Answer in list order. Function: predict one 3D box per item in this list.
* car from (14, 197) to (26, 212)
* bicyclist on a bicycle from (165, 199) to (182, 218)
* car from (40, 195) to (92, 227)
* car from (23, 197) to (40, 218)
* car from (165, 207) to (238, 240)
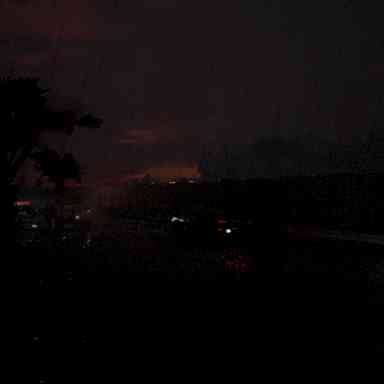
[{"bbox_3d":[-20.146,1.426,40.226,2.097,1.767,4.553,0,0,-34],"label":"car"},{"bbox_3d":[-1.678,1.263,27.515,1.656,1.620,0.582,-36,19,-29],"label":"bicyclist on a bicycle"},{"bbox_3d":[-8.848,1.267,23.504,2.150,2.045,5.566,0,0,-34],"label":"car"},{"bbox_3d":[-14.495,1.537,31.844,1.882,1.535,5.008,0,0,-34],"label":"car"},{"bbox_3d":[0.345,1.541,17.453,1.837,1.490,4.892,1,0,-34],"label":"car"}]
